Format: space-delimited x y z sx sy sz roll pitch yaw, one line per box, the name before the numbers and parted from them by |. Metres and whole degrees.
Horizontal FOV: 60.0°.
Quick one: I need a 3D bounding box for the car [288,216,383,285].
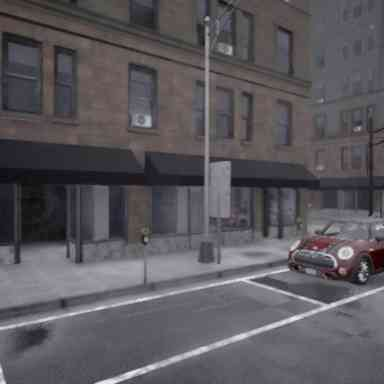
car | 4.604 1.469 9.476 4.097 1.590 1.967 0 0 -36
